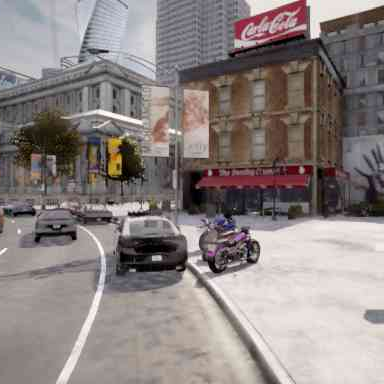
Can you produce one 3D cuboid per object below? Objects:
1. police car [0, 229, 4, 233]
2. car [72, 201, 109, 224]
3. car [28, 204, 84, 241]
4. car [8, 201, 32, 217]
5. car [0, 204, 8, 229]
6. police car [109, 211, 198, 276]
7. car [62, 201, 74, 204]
[{"bbox_3d":[-3.269,1.422,2.294,1.930,1.638,5.238,0,0,-5],"label":"police car"},{"bbox_3d":[-7.348,1.590,24.614,1.895,1.301,4.718,0,0,-28],"label":"car"},{"bbox_3d":[-6.895,1.543,16.771,2.033,1.411,5.357,0,0,-24],"label":"car"},{"bbox_3d":[-16.359,1.551,31.404,1.994,1.385,4.181,0,0,-42],"label":"car"},{"bbox_3d":[-10.531,1.342,16.255,2.097,1.767,4.553,0,0,-25],"label":"car"},{"bbox_3d":[-1.526,1.424,10.675,1.930,1.638,5.238,0,0,-15],"label":"police car"},{"bbox_3d":[-10.641,1.512,29.304,2.002,1.452,4.674,0,0,-38],"label":"car"}]
